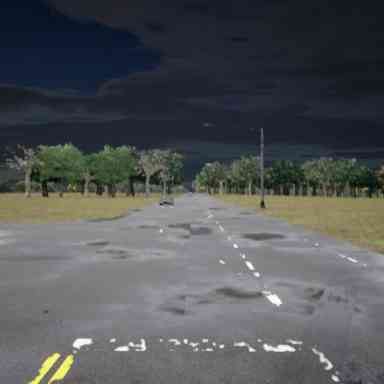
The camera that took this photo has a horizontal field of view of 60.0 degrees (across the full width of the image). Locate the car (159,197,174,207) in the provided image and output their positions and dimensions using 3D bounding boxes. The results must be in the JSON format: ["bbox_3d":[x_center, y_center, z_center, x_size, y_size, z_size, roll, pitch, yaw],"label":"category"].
[{"bbox_3d":[-3.580,1.359,47.850,1.994,1.385,4.181,0,0,0],"label":"car"}]
